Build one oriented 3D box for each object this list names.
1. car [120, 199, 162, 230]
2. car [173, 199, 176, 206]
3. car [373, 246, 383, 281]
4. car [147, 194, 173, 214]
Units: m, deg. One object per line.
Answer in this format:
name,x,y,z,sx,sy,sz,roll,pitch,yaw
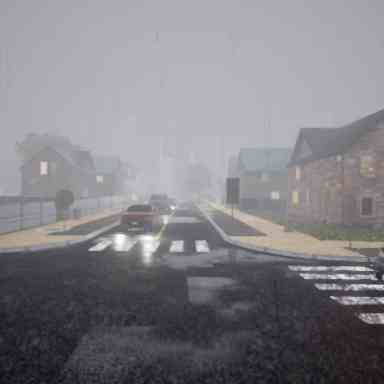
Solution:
car,-3.250,1.470,21.157,1.882,1.535,5.008,0,0,-1
car,-3.757,1.582,55.382,1.994,1.385,4.181,0,0,-1
car,6.431,1.619,6.873,4.902,1.511,2.128,1,0,-1
car,-3.505,1.220,35.699,2.150,2.045,5.566,0,0,-1
